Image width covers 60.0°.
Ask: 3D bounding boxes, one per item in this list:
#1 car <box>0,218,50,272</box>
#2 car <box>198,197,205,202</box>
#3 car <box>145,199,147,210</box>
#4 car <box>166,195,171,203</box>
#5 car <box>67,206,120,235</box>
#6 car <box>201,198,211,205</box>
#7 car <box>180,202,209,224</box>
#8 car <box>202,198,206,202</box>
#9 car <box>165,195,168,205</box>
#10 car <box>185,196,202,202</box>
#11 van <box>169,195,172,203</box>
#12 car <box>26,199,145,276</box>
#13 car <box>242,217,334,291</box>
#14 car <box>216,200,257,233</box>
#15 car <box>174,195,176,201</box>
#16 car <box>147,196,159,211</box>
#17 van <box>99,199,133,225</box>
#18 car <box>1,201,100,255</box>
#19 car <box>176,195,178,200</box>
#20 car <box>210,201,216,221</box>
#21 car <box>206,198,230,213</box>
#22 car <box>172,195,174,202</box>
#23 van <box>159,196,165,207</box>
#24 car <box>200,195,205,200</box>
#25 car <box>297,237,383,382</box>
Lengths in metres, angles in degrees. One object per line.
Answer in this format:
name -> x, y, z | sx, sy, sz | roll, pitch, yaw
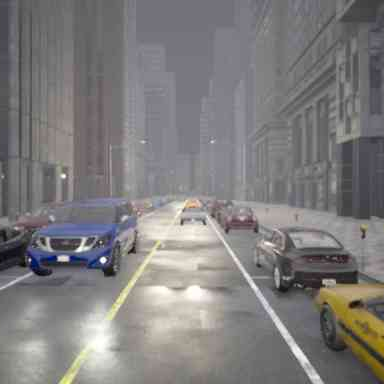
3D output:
car -> -5.772, 1.602, 8.859 | 1.947, 1.339, 4.313 | 0, 0, 0
car -> 2.684, 1.978, 93.421 | 1.802, 1.307, 4.206 | 0, 0, 0
car -> -5.791, 1.568, 31.407 | 1.967, 1.590, 4.097 | 0, 0, 0
car -> -5.818, 1.819, 65.225 | 2.008, 1.369, 4.403 | 0, 0, 0
car -> -5.781, 1.627, 20.133 | 1.887, 1.381, 4.507 | 0, 0, 0
car -> 2.707, 1.834, 65.239 | 1.947, 1.339, 4.313 | 0, 0, 0
car -> 0.080, 1.705, 25.571 | 1.895, 1.301, 4.718 | 0, 0, 0
car -> 2.726, 1.740, 42.695 | 1.947, 1.339, 4.313 | 0, 0, 0
car -> -5.813, 1.769, 59.420 | 1.752, 1.417, 4.829 | 0, 0, 0
car -> 0.047, 1.664, 45.831 | 1.882, 1.535, 5.008 | 0, 0, 0
van -> -5.823, 1.635, 70.863 | 1.690, 1.788, 3.998 | 0, 0, 0
car -> -3.107, 1.266, 10.801 | 2.150, 2.045, 5.566 | 0, 0, 0
car -> 2.753, 1.587, 8.877 | 2.008, 1.369, 4.403 | 0, 0, 0
car -> 2.743, 1.522, 20.150 | 1.967, 1.590, 4.097 | 0, 0, 0
car -> -5.832, 1.660, 82.137 | 2.192, 1.841, 5.009 | 0, 0, 0
car -> -5.800, 1.614, 42.680 | 1.967, 1.590, 4.097 | 0, 0, 0
van -> -5.787, 1.446, 25.771 | 1.690, 1.788, 3.998 | 0, 0, 0
car -> -5.778, 1.374, 14.497 | 2.192, 1.841, 5.009 | 0, 0, 0
car -> -5.841, 1.962, 93.409 | 1.947, 1.339, 4.313 | 0, 0, 0
car -> 2.739, 1.671, 25.786 | 1.947, 1.339, 4.313 | 0, 0, 0
car -> 2.734, 1.443, 31.424 | 2.192, 1.841, 5.009 | 0, 0, 0
car -> -5.827, 1.760, 76.499 | 1.967, 1.590, 4.097 | 0, 0, 0
van -> -5.809, 1.561, 53.954 | 1.690, 1.788, 3.998 | 0, 0, 0
car -> 2.716, 1.660, 53.967 | 1.967, 1.590, 4.097 | 0, 0, 0
car -> 2.757, 1.540, 3.411 | 1.752, 1.417, 4.829 | 0, 0, 0
